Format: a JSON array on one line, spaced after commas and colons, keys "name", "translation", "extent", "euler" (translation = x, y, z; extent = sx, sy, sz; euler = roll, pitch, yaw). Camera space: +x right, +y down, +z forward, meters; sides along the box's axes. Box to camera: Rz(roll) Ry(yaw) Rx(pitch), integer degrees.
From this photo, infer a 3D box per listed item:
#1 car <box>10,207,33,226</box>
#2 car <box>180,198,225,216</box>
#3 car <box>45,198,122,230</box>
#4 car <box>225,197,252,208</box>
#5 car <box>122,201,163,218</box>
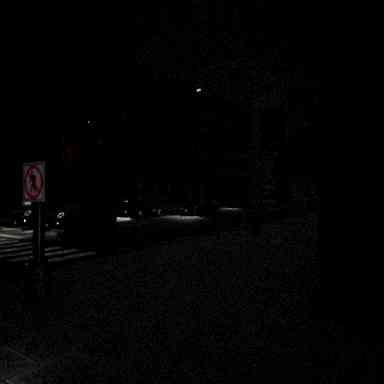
[{"name": "car", "translation": [-9.653, 1.304, 22.428], "extent": [2.097, 1.767, 4.553], "euler": [0, 0, 35]}, {"name": "car", "translation": [0.849, 1.393, 31.635], "extent": [1.837, 1.490, 4.892], "euler": [0, 0, 35]}, {"name": "car", "translation": [-6.929, 1.297, 20.648], "extent": [2.097, 1.767, 4.553], "euler": [0, 0, 35]}, {"name": "car", "translation": [6.297, 1.383, 44.914], "extent": [2.033, 1.411, 5.357], "euler": [0, 0, 36]}, {"name": "car", "translation": [-4.475, 1.479, 29.753], "extent": [1.994, 1.385, 4.181], "euler": [0, 0, 35]}]
